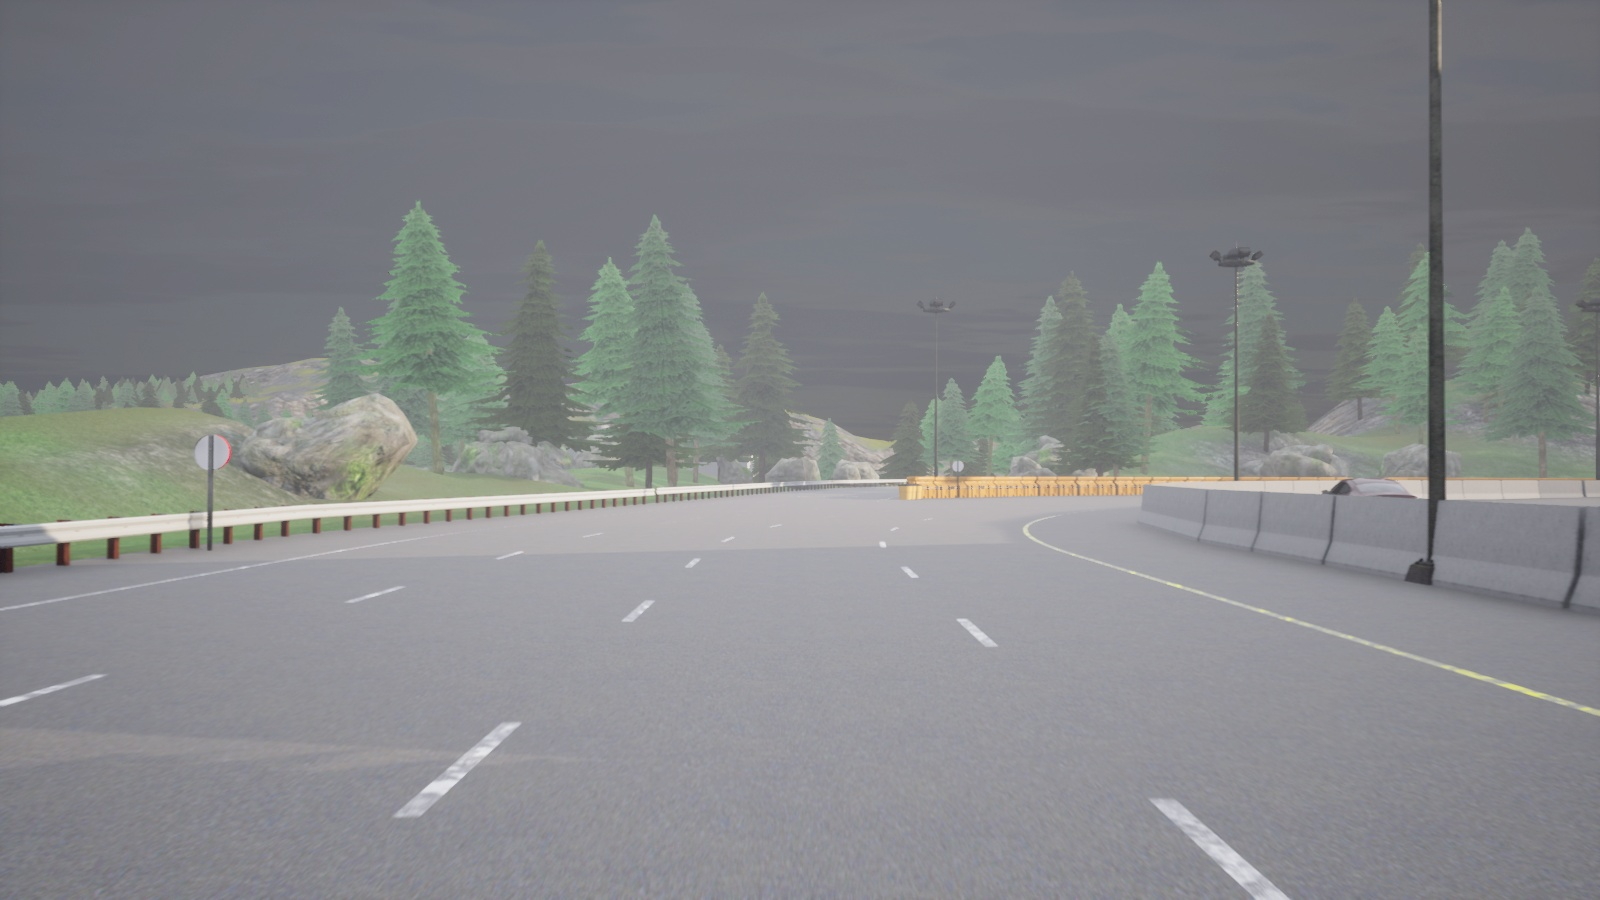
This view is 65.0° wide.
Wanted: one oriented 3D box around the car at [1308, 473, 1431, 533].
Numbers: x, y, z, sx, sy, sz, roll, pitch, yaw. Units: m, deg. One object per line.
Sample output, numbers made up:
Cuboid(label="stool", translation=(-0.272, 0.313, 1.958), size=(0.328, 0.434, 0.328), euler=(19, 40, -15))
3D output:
Cuboid(label="car", translation=(14.808, 1.332, 32.915), size=(1.812, 1.442, 4.674), euler=(-1, -1, 10))
